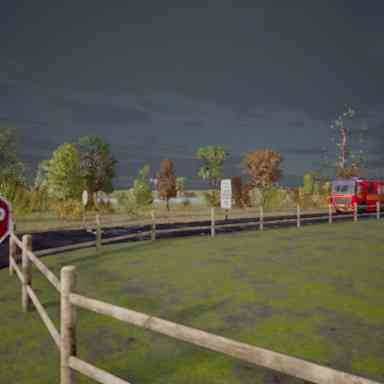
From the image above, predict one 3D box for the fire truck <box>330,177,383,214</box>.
[{"bbox_3d":[18.906,0.370,37.095,8.468,3.827,2.891,0,0,-37],"label":"fire truck"}]
